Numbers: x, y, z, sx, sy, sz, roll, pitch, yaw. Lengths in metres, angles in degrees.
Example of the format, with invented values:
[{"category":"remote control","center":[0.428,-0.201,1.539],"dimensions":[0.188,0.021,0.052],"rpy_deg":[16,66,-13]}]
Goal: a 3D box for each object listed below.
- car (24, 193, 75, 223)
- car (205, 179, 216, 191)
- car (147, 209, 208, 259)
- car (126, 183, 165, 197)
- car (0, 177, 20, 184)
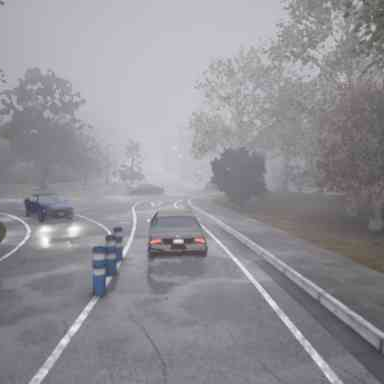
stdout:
[{"category":"car","center":[-8.855,0.851,20.480],"dimensions":[1.882,1.535,5.008],"rpy_deg":[-3,5,-39]},{"category":"car","center":[3.010,-1.023,46.813],"dimensions":[2.128,1.511,4.902],"rpy_deg":[1,4,11]},{"category":"car","center":[-0.608,1.317,11.656],"dimensions":[2.033,1.411,5.357],"rpy_deg":[0,2,-5]},{"category":"car","center":[-5.241,-0.331,37.703],"dimensions":[4.674,1.442,1.812],"rpy_deg":[-4,6,-44]},{"category":"car","center":[-35.083,-2.201,63.109],"dimensions":[1.994,1.385,4.181],"rpy_deg":[3,5,36]}]
